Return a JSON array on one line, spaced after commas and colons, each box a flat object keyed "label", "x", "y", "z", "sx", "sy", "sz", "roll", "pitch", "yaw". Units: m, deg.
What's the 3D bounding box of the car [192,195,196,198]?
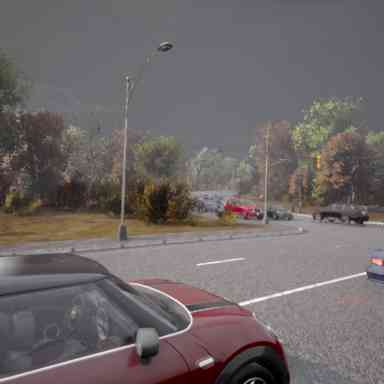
[{"label": "car", "x": -0.851, "y": 1.369, "z": 54.951, "sx": 2.150, "sy": 2.045, "sz": 5.566, "roll": 2, "pitch": 2, "yaw": -13}]

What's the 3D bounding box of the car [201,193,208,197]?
[{"label": "car", "x": 0.991, "y": 1.312, "z": 63.614, "sx": 2.097, "sy": 1.767, "sz": 4.553, "roll": 2, "pitch": 2, "yaw": -10}]

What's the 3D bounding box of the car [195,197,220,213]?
[{"label": "car", "x": 2.028, "y": 1.958, "z": 44.901, "sx": 1.837, "sy": 1.490, "sz": 4.892, "roll": 3, "pitch": 0, "yaw": -18}]

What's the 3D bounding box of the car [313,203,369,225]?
[{"label": "car", "x": 14.634, "y": 2.126, "z": 32.963, "sx": 2.150, "sy": 2.045, "sz": 5.566, "roll": 3, "pitch": -1, "yaw": -26}]

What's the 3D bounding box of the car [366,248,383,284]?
[{"label": "car", "x": 6.518, "y": 1.661, "z": 8.424, "sx": 5.357, "sy": 1.411, "sz": 2.033, "roll": 2, "pitch": -1, "yaw": -36}]

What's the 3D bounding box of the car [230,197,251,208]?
[{"label": "car", "x": 8.804, "y": 1.930, "z": 60.720, "sx": 2.128, "sy": 1.511, "sz": 4.902, "roll": 2, "pitch": 2, "yaw": -12}]

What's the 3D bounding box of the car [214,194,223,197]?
[{"label": "car", "x": 4.328, "y": 1.593, "z": 65.551, "sx": 2.033, "sy": 1.411, "sz": 5.357, "roll": 2, "pitch": 2, "yaw": -9}]

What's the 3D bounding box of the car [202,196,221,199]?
[{"label": "car", "x": 3.086, "y": 1.935, "z": 53.753, "sx": 1.994, "sy": 1.385, "sz": 4.181, "roll": 2, "pitch": 1, "yaw": -15}]

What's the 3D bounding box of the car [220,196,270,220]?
[{"label": "car", "x": 5.517, "y": 1.806, "z": 35.639, "sx": 2.150, "sy": 2.045, "sz": 5.566, "roll": 3, "pitch": -1, "yaw": -22}]

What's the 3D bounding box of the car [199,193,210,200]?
[{"label": "car", "x": 2.854, "y": 1.038, "z": 78.355, "sx": 2.128, "sy": 1.511, "sz": 4.902, "roll": 2, "pitch": 2, "yaw": -1}]

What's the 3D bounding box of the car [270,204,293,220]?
[{"label": "car", "x": 9.018, "y": 2.093, "z": 36.421, "sx": 2.097, "sy": 1.767, "sz": 4.553, "roll": 3, "pitch": -1, "yaw": -23}]

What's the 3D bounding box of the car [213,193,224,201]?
[{"label": "car", "x": 6.310, "y": 1.126, "z": 79.553, "sx": 2.128, "sy": 1.511, "sz": 4.902, "roll": 2, "pitch": 2, "yaw": -1}]

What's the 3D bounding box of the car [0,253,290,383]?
[{"label": "car", "x": -1.234, "y": 1.354, "z": 2.866, "sx": 4.553, "sy": 1.767, "sz": 2.097, "roll": 0, "pitch": 0, "yaw": -36}]
